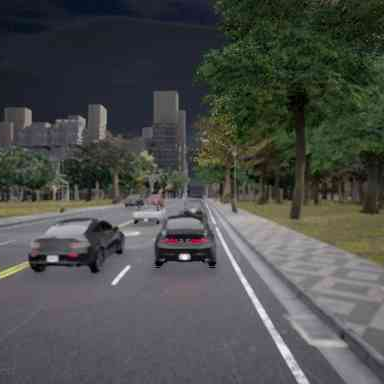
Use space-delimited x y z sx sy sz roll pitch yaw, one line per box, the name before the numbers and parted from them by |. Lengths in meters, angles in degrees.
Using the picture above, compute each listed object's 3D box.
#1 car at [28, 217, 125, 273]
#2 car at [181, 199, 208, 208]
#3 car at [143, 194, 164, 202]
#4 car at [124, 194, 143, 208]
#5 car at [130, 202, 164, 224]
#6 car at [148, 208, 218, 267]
car | -3.451 1.541 10.677 1.812 1.442 4.674 0 -1 1
car | 0.163 1.409 26.378 2.097 1.767 4.553 0 0 2
car | -5.711 1.404 51.835 2.150 2.045 5.566 0 0 2
car | -8.959 1.406 51.932 2.150 2.045 5.566 0 0 2
car | -3.126 1.658 25.272 1.895 1.301 4.718 0 0 2
car | -0.180 1.519 11.426 1.837 1.490 4.892 0 0 0
